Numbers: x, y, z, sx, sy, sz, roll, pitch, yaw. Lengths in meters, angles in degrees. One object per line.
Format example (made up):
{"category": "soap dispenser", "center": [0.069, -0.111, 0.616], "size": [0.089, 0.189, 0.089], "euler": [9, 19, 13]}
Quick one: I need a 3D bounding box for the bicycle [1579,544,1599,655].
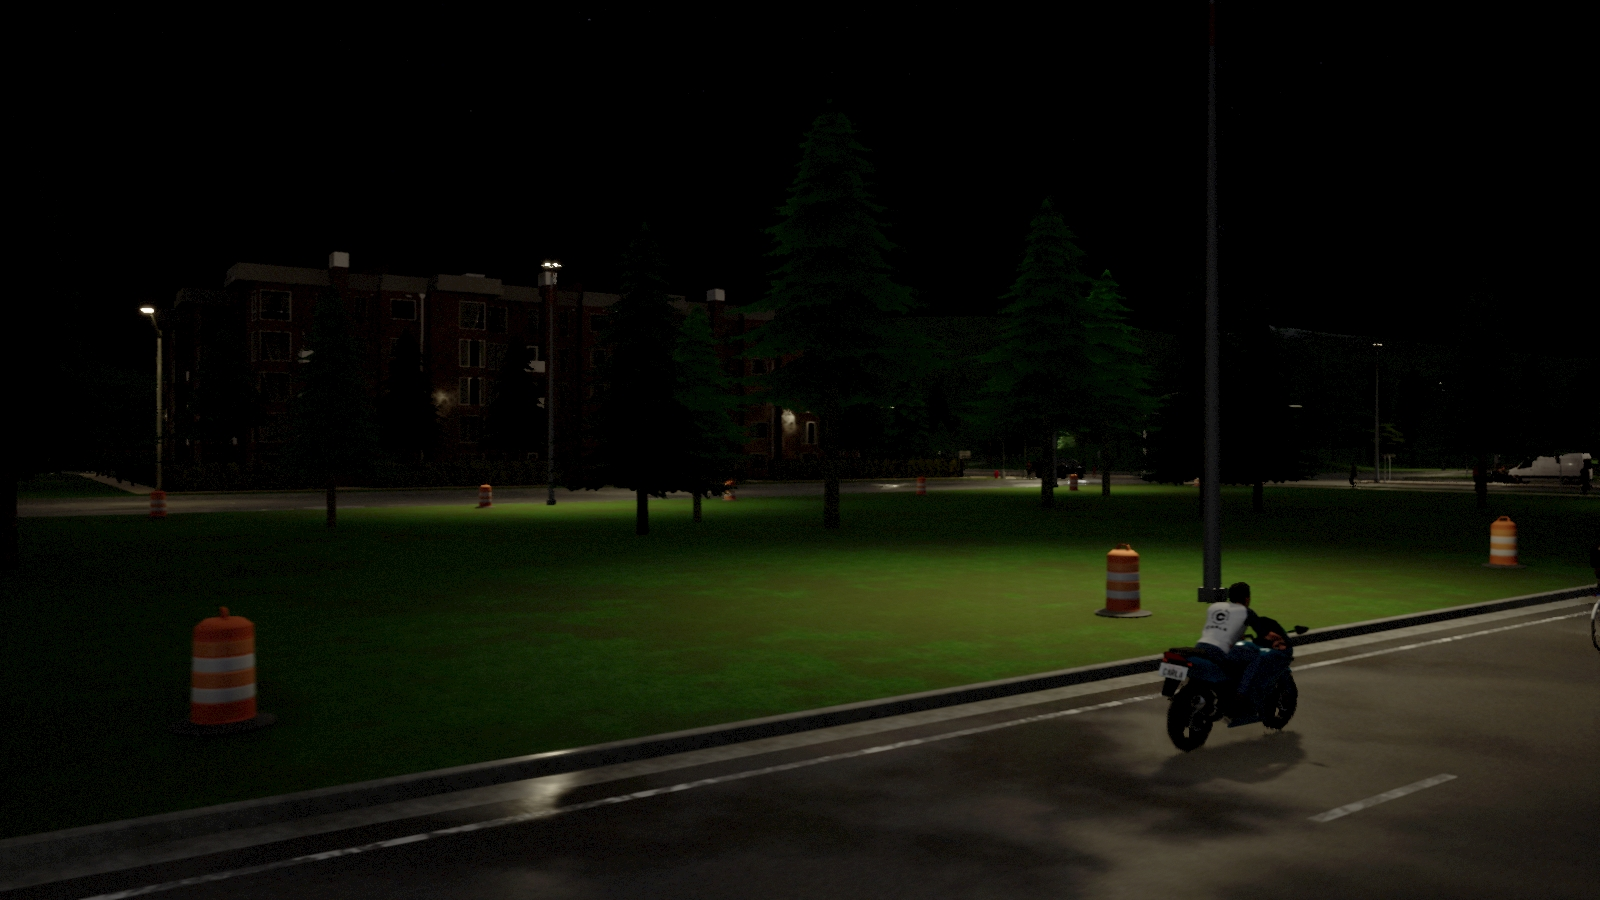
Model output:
{"category": "bicycle", "center": [11.631, 2.061, 16.205], "size": [1.835, 1.471, 0.329], "euler": [-1, 0, -35]}

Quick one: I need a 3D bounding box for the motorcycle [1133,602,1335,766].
{"category": "motorcycle", "center": [4.200, 2.187, 10.998], "size": [2.033, 1.199, 0.803], "euler": [0, 0, -35]}
